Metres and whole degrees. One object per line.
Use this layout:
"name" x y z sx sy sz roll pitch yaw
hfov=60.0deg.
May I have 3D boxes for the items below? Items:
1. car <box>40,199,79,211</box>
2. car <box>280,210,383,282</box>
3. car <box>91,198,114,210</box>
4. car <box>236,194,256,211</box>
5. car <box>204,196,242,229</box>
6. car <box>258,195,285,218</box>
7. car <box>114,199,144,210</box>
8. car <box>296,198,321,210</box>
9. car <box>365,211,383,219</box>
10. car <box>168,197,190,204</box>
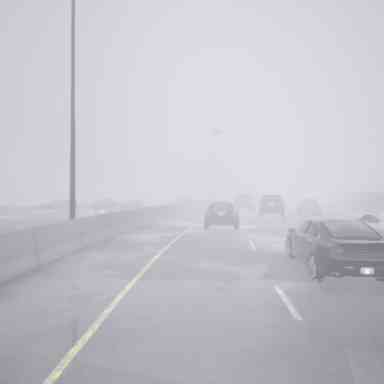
"car" -15.774 1.512 39.976 2.033 1.411 5.357 0 0 15
"car" 4.106 1.520 9.876 1.837 1.490 4.892 0 0 4
"car" -11.225 1.505 43.244 1.812 1.442 4.674 0 0 16
"car" 6.536 1.253 41.013 2.150 2.045 5.566 0 0 17
"car" 2.052 1.365 21.817 2.097 1.767 4.553 0 0 9
"car" 7.330 1.253 30.648 2.150 2.045 5.566 0 0 13
"car" -7.731 1.553 42.680 1.994 1.385 4.181 0 0 16
"car" 11.823 1.398 34.010 2.097 1.767 4.553 0 0 15
"car" 7.997 1.554 13.921 1.812 1.442 4.674 0 0 6
"car" -1.893 1.486 49.614 1.882 1.535 5.008 0 0 19
